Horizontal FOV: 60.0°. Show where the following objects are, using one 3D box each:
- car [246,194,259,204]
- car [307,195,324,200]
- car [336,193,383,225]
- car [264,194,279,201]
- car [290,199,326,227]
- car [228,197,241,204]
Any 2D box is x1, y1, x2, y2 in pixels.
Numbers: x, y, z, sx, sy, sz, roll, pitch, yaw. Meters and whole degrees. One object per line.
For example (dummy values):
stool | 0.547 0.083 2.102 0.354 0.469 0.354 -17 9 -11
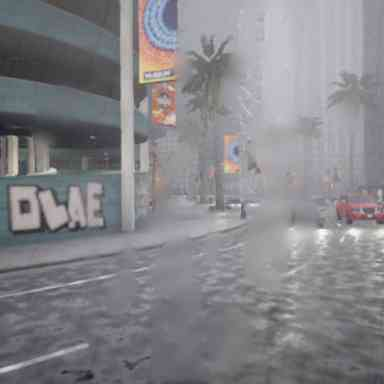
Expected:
car | 11.675 1.453 64.548 2.128 1.511 4.902 -1 0 -2
car | 22.005 1.316 59.556 2.231 1.521 4.892 -1 0 -2
car | 11.689 1.128 23.425 2.150 2.045 5.566 0 0 13
car | 20.727 1.229 88.903 2.185 1.767 4.553 -1 0 -2
car | 7.684 1.450 22.227 1.837 1.490 4.892 0 0 16
car | 8.201 1.590 63.683 1.895 1.301 4.718 -1 0 -2
